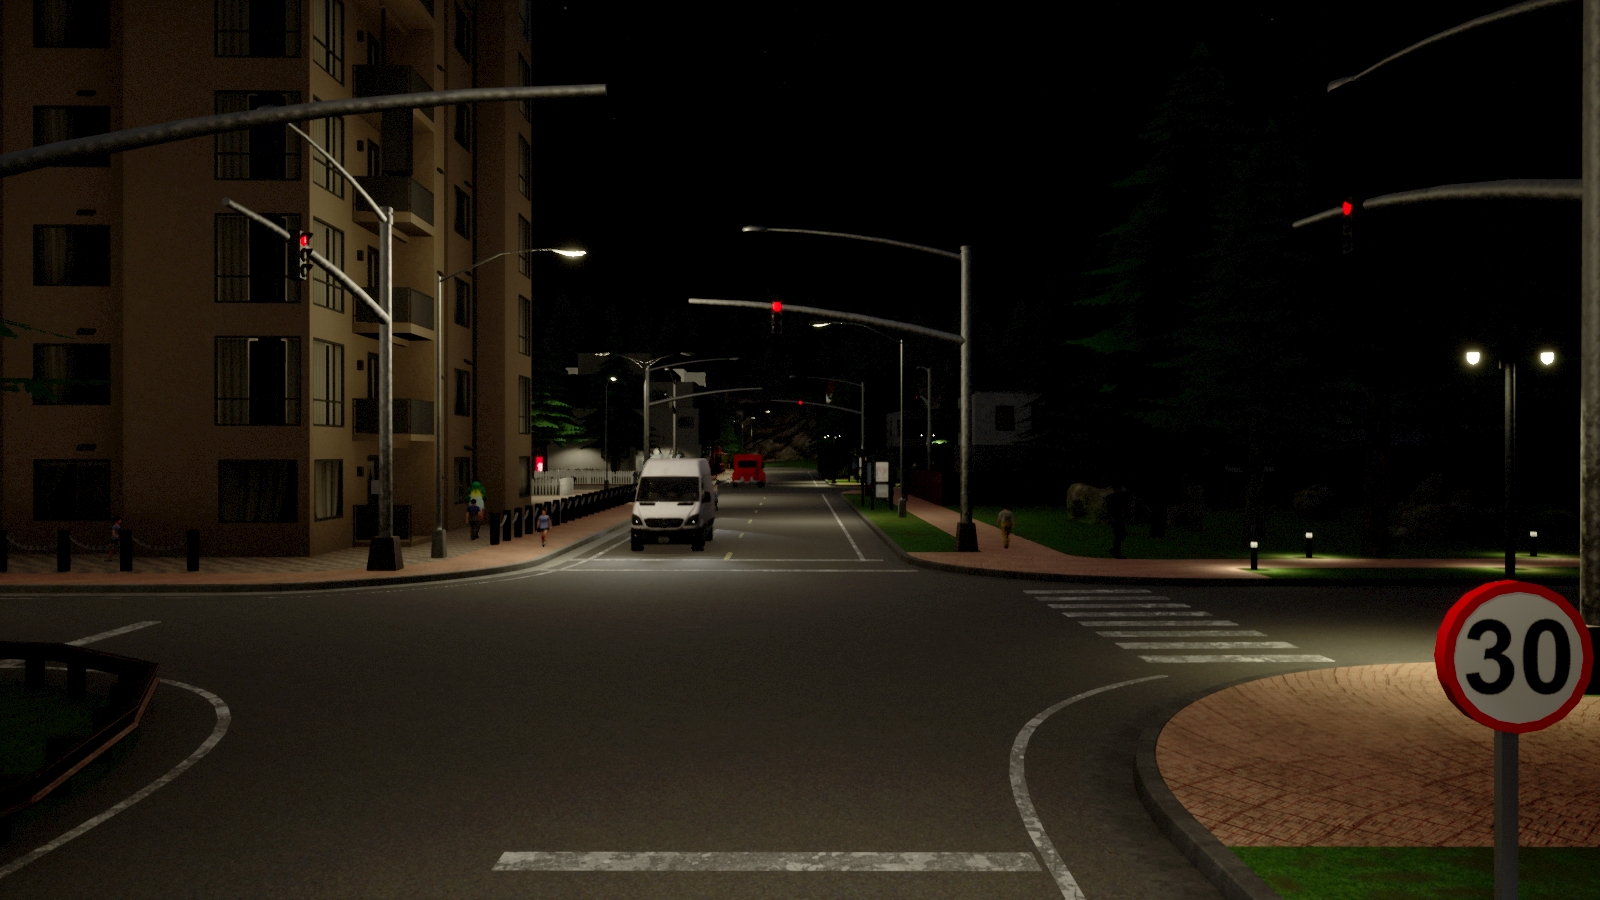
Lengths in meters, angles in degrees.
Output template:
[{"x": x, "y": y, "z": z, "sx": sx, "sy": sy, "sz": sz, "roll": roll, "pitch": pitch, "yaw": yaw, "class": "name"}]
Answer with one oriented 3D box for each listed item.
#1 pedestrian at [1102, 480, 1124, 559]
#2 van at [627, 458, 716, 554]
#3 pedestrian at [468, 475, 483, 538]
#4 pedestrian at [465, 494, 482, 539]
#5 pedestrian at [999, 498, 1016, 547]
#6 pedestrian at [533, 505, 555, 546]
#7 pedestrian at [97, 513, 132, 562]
[{"x": 7.562, "y": 1.672, "z": 27.563, "sx": 0.375, "sy": 1.860, "sz": 0.375, "roll": 0, "pitch": 0, "yaw": -44, "class": "pedestrian"}, {"x": -3.647, "y": 1.516, "z": 33.451, "sx": 1.988, "sy": 2.561, "sz": 5.915, "roll": 0, "pitch": 0, "yaw": 0, "class": "van"}, {"x": -9.711, "y": 1.677, "z": 34.197, "sx": 0.375, "sy": 1.860, "sz": 0.375, "roll": 0, "pitch": 0, "yaw": -4, "class": "pedestrian"}, {"x": -9.594, "y": 1.956, "z": 33.550, "sx": 0.375, "sy": 1.300, "sz": 0.375, "roll": 0, "pitch": 0, "yaw": 6, "class": "pedestrian"}, {"x": 5.581, "y": 1.956, "z": 30.804, "sx": 0.375, "sy": 1.300, "sz": 0.375, "roll": 0, "pitch": 0, "yaw": -3, "class": "pedestrian"}, {"x": -7.014, "y": 2.056, "z": 31.292, "sx": 0.500, "sy": 1.100, "sz": 0.500, "roll": 0, "pitch": 0, "yaw": -2, "class": "pedestrian"}, {"x": -16.160, "y": 2.057, "z": 26.942, "sx": 0.500, "sy": 1.100, "sz": 0.500, "roll": 0, "pitch": 0, "yaw": 2, "class": "pedestrian"}]
